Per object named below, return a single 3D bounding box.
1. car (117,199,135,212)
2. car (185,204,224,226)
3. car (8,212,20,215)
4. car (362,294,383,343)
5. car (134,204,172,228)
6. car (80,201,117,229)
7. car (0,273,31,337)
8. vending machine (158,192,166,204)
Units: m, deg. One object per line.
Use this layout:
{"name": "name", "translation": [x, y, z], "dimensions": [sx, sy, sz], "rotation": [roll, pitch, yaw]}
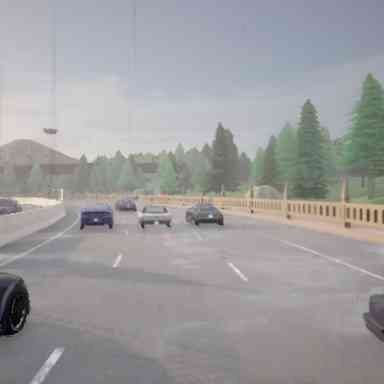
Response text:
{"name": "car", "translation": [-7.802, 1.504, 38.682], "dimensions": [1.994, 1.385, 4.181], "rotation": [0, 0, -22]}
{"name": "car", "translation": [0.765, 1.508, 22.972], "dimensions": [1.994, 1.385, 4.181], "rotation": [0, 0, -12]}
{"name": "car", "translation": [-14.615, 1.348, 25.808], "dimensions": [2.097, 1.767, 4.553], "rotation": [0, 0, -17]}
{"name": "car", "translation": [3.463, 1.529, 2.353], "dimensions": [2.033, 1.411, 5.357], "rotation": [0, 0, -2]}
{"name": "car", "translation": [-2.596, 1.559, 22.190], "dimensions": [1.895, 1.301, 4.718], "rotation": [0, 0, -12]}
{"name": "car", "translation": [-6.077, 1.451, 21.639], "dimensions": [1.882, 1.535, 5.008], "rotation": [0, 0, -12]}
{"name": "car", "translation": [-3.682, 1.568, 3.992], "dimensions": [1.994, 1.385, 4.181], "rotation": [0, 0, -3]}
{"name": "vending machine", "translation": [-5.408, 1.079, 59.485], "dimensions": [1.100, 2.100, 0.880], "rotation": [0, 0, -31]}
